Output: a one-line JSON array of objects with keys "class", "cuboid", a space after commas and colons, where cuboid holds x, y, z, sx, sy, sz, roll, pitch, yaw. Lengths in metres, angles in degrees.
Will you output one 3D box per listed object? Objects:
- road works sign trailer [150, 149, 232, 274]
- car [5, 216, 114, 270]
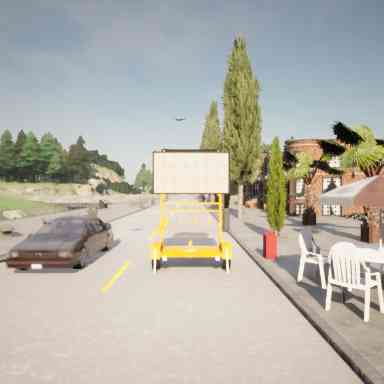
[{"class": "road works sign trailer", "cuboid": [-0.026, 0.464, 10.507, 2.380, 3.560, 2.880, 0, 0, 0]}, {"class": "car", "cuboid": [-4.028, 1.547, 11.284, 2.033, 1.411, 5.357, 0, 0, 0]}]
